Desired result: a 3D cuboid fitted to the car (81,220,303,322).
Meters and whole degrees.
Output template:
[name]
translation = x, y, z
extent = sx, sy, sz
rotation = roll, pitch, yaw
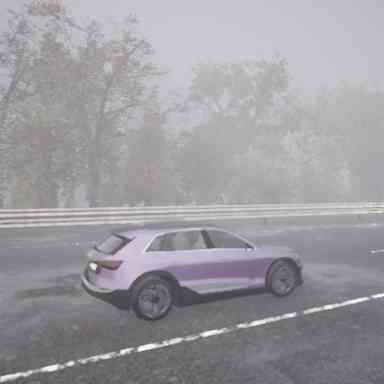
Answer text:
[car]
translation = 0.168, 1.437, 7.193
extent = 4.856, 1.649, 2.033
rotation = 0, 0, -27
